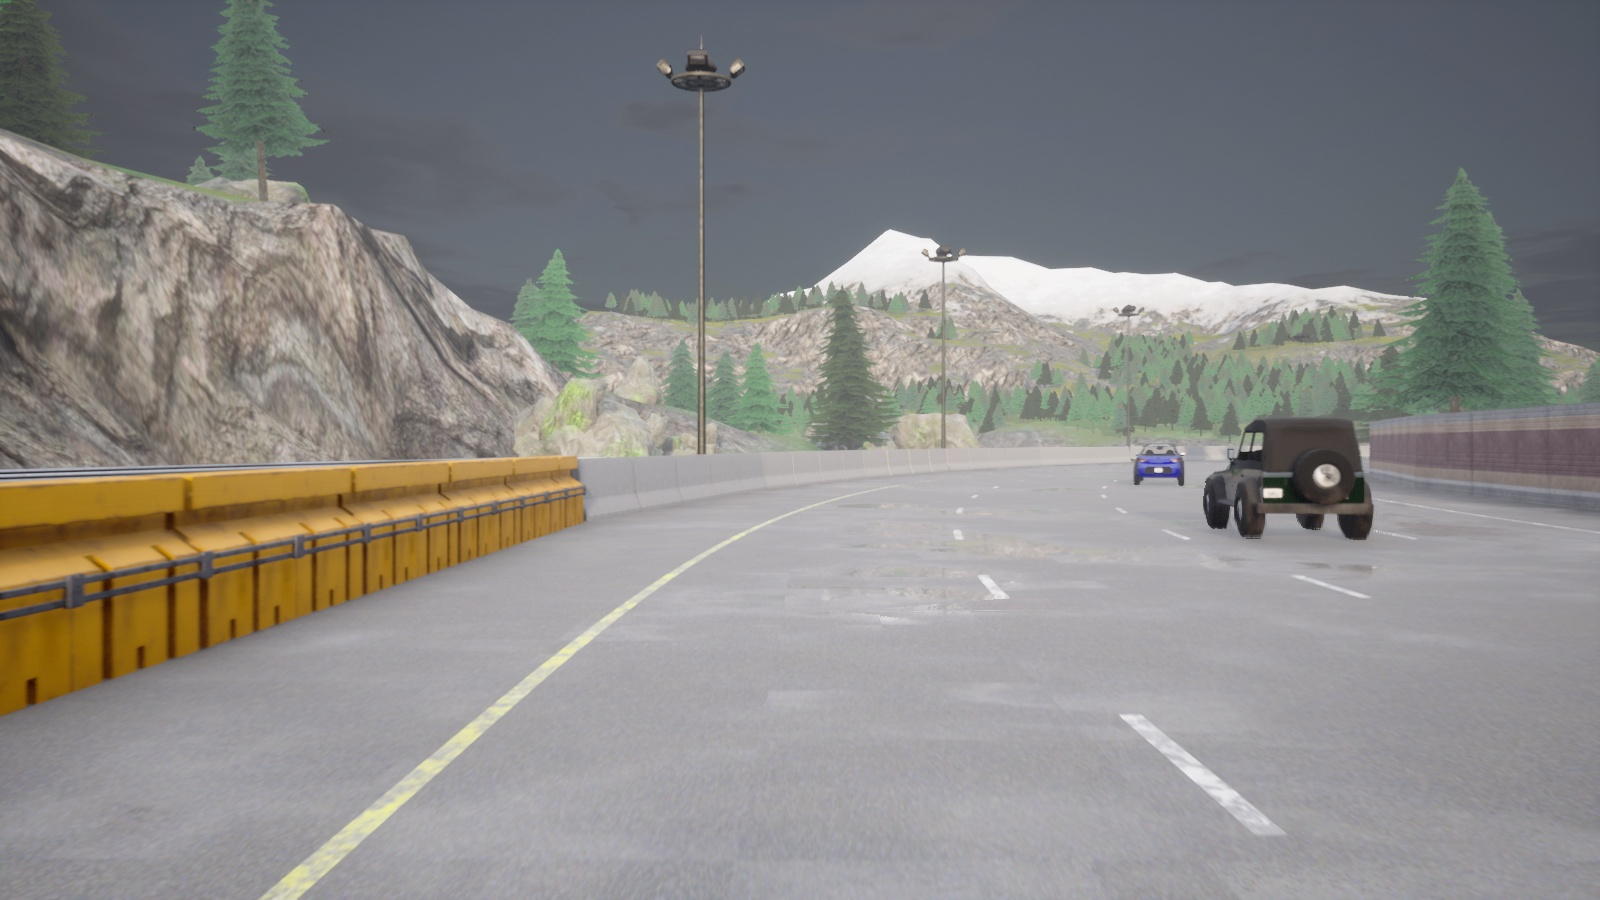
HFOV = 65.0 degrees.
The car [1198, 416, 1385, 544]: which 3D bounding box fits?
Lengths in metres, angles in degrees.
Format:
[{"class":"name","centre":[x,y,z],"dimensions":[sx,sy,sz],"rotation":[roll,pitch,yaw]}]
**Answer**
[{"class":"car","centre":[7.879,0.433,20.516],"dimensions":[1.905,1.878,3.866],"rotation":[0,0,6]}]

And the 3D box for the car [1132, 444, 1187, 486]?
[{"class":"car","centre":[13.188,0.512,45.912],"dimensions":[1.816,1.474,4.193],"rotation":[0,0,17]}]
